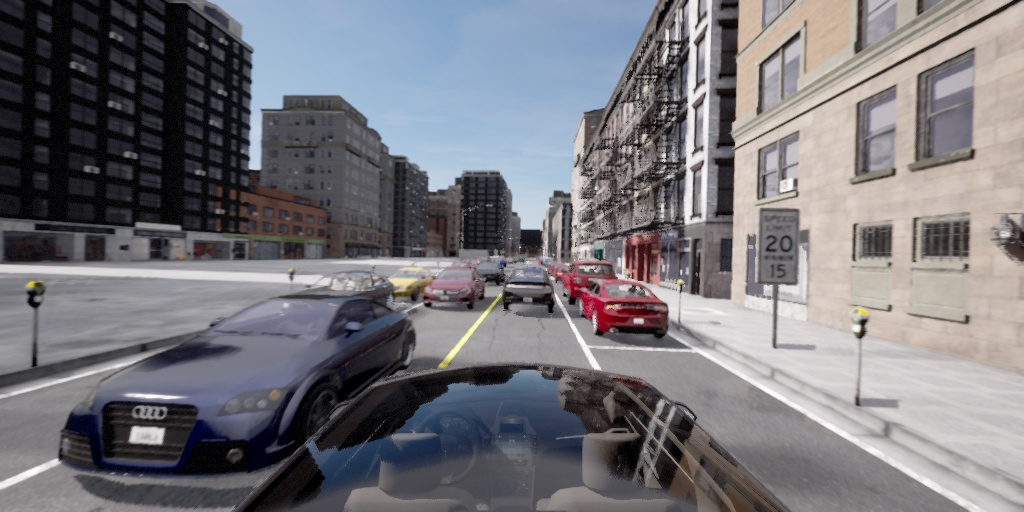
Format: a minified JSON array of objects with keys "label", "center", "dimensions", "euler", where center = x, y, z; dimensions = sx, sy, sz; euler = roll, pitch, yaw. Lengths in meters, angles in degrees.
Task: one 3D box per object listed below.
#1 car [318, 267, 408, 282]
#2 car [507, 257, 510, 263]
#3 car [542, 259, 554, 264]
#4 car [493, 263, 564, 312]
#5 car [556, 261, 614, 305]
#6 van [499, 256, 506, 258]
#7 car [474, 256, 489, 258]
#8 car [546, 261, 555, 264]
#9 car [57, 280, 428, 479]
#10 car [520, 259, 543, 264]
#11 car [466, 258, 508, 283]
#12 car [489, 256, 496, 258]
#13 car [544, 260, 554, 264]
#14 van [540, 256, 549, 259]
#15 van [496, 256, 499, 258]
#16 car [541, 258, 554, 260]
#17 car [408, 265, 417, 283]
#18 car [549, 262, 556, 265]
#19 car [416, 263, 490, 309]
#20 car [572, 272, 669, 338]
[{"label":"car","center":[-4.992,1.152,10.910],"dimensions":[2.007,1.370,4.403],"euler":[0,0,3]},{"label":"car","center":[-2.025,0.885,61.943],"dimensions":[2.192,1.841,5.009],"euler":[0,0,3]},{"label":"car","center":[4.995,1.338,44.466],"dimensions":[2.007,1.370,4.403],"euler":[0,0,3]},{"label":"car","center":[0.685,1.232,14.268],"dimensions":[2.128,1.511,4.902],"euler":[1,0,4]},{"label":"car","center":[3.347,1.120,16.114],"dimensions":[2.192,1.841,5.009],"euler":[0,0,3]},{"label":"van","center":[-2.355,0.914,56.273],"dimensions":[1.690,1.789,3.998],"euler":[0,0,3]},{"label":"car","center":[-3.673,1.026,33.591],"dimensions":[1.967,1.591,4.097],"euler":[0,0,3]},{"label":"car","center":[4.336,1.377,33.125],"dimensions":[1.802,1.307,4.207],"euler":[0,0,3]},{"label":"car","center":[-2.779,1.236,4.830],"dimensions":[1.994,1.385,4.181],"euler":[1,0,3]},{"label":"car","center":[2.083,1.326,38.266],"dimensions":[1.895,1.301,4.718],"euler":[1,0,4]},{"label":"car","center":[-1.604,1.135,24.983],"dimensions":[1.882,1.535,5.008],"euler":[1,0,4]},{"label":"car","center":[-3.344,0.897,39.261],"dimensions":[2.192,1.841,5.009],"euler":[0,0,3]},{"label":"car","center":[4.665,1.373,38.796],"dimensions":[1.802,1.307,4.207],"euler":[0,0,3]},{"label":"van","center":[5.654,1.123,55.807],"dimensions":[1.690,1.789,3.998],"euler":[0,0,3]},{"label":"van","center":[-3.014,0.920,44.932],"dimensions":[1.690,1.789,3.998],"euler":[0,0,3]},{"label":"car","center":[5.324,1.351,50.137],"dimensions":[1.948,1.339,4.313],"euler":[0,0,3]},{"label":"car","center":[-4.672,1.122,16.410],"dimensions":[1.751,1.417,4.829],"euler":[0,0,3]},{"label":"car","center":[4.006,1.380,27.455],"dimensions":[1.802,1.307,4.207],"euler":[0,0,3]},{"label":"car","center":[-2.208,1.190,14.777],"dimensions":[1.812,1.442,4.674],"euler":[1,0,3]},{"label":"car","center":[3.017,1.355,10.444],"dimensions":[1.888,1.381,4.507],"euler":[0,0,3]}]
